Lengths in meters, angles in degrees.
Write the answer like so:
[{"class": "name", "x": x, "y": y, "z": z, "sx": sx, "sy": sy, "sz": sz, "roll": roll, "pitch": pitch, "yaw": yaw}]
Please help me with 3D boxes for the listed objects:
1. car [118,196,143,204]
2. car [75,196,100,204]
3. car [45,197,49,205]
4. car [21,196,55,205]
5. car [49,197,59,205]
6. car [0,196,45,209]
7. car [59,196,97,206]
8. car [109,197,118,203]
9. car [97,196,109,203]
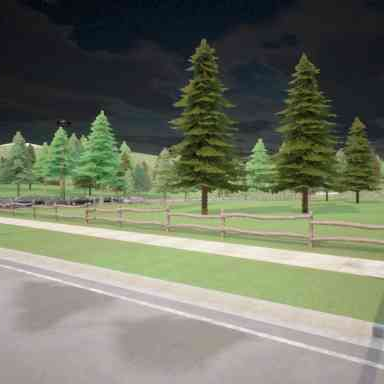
[{"class": "car", "x": -11.129, "y": 1.526, "z": 62.448, "sx": 1.812, "sy": 1.442, "sz": 4.674, "roll": 0, "pitch": 0, "yaw": 35}, {"class": "car", "x": -20.920, "y": 1.524, "z": 66.657, "sx": 1.812, "sy": 1.442, "sz": 4.674, "roll": 0, "pitch": 0, "yaw": 35}, {"class": "car", "x": -23.551, "y": 1.564, "z": 56.975, "sx": 1.994, "sy": 1.385, "sz": 4.181, "roll": 0, "pitch": 0, "yaw": 35}, {"class": "car", "x": -26.924, "y": 1.491, "z": 58.250, "sx": 2.128, "sy": 1.511, "sz": 4.902, "roll": 0, "pitch": 0, "yaw": 35}, {"class": "car", "x": -20.410, "y": 1.547, "z": 55.374, "sx": 2.033, "sy": 1.411, "sz": 5.357, "roll": 0, "pitch": 0, "yaw": 35}, {"class": "car", "x": -23.162, "y": 1.352, "z": 45.383, "sx": 2.097, "sy": 1.767, "sz": 4.553, "roll": 0, "pitch": 0, "yaw": 35}, {"class": "car", "x": -17.976, "y": 1.505, "z": 52.753, "sx": 1.837, "sy": 1.490, "sz": 4.892, "roll": 0, "pitch": 0, "yaw": 35}, {"class": "car", "x": -13.089, "y": 1.548, "z": 65.685, "sx": 2.033, "sy": 1.411, "sz": 5.357, "roll": 0, "pitch": 0, "yaw": 36}, {"class": "car", "x": -17.563, "y": 1.478, "z": 65.393, "sx": 1.882, "sy": 1.535, "sz": 5.008, "roll": 0, "pitch": 0, "yaw": 35}]
